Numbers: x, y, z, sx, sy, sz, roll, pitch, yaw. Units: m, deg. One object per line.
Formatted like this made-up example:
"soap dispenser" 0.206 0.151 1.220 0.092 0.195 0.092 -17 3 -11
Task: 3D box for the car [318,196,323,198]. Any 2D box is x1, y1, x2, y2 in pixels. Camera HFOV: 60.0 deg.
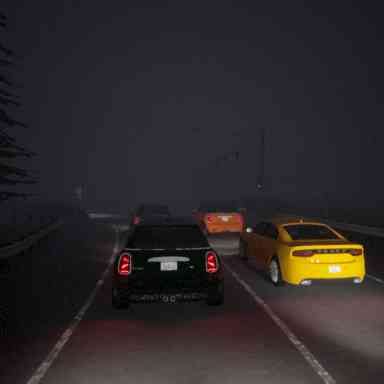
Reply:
"car" 27.321 1.524 68.797 4.674 1.442 1.812 0 0 -19

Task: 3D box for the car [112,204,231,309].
"car" -0.631 1.352 8.095 2.097 1.767 4.553 0 0 -6

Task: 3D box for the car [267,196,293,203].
"car" 18.350 1.525 69.396 4.902 1.511 2.128 0 0 -19

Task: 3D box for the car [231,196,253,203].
"car" 10.562 1.552 70.436 4.181 1.385 1.994 0 0 -19

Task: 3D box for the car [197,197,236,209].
"car" 3.305 1.492 45.663 4.902 1.511 2.128 0 0 -19

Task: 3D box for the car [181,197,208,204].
"car" 0.514 1.601 63.404 4.718 1.301 1.895 0 0 -19

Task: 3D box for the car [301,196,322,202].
"car" 27.459 1.552 76.347 4.181 1.385 1.994 0 0 -21

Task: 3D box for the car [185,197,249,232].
"car" 1.203 1.352 18.342 2.097 1.767 4.553 0 0 -12

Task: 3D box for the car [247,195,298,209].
"car" 8.792 1.351 36.441 4.553 1.767 2.097 0 0 -19

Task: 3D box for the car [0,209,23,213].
"car" -18.446 1.551 34.538 5.357 1.411 2.033 0 0 -19

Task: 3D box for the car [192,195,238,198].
"car" 2.838 1.507 41.805 4.892 1.490 1.837 -1 0 -19

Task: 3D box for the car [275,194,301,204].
"car" 19.078 1.352 65.965 4.553 1.767 2.097 0 0 -18

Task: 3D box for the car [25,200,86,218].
"car" -11.848 1.533 29.393 4.674 1.442 1.812 0 0 -19

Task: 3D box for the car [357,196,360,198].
"car" 36.690 1.525 73.008 4.902 1.511 2.128 0 0 -25

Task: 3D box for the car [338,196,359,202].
"car" 36.149 1.595 76.718 4.718 1.301 1.895 0 0 -29

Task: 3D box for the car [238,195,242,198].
"car" 10.786 1.352 63.195 4.553 1.767 2.097 0 0 -19

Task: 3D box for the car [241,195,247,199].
"car" 8.781 1.351 40.136 4.553 1.767 2.097 0 0 -19

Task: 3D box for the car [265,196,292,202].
"car" 19.059 1.540 73.337 5.357 1.411 2.033 0 0 -19

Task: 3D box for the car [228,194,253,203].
"car" 9.730 1.352 66.501 4.553 1.767 2.097 0 0 -18

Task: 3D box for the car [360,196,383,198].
"car" 38.651 1.540 70.075 5.357 1.411 2.033 0 0 -29

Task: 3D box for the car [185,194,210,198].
"car" 1.336 1.505 59.992 4.892 1.490 1.837 0 0 -19

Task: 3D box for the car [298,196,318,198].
"car" 20.954 1.564 62.950 4.181 1.385 1.994 0 0 -19

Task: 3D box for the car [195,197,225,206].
"car" 3.075 1.601 56.889 4.718 1.301 1.895 0 0 -19

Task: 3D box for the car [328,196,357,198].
"car" 29.284 1.525 65.787 4.902 1.511 2.128 0 0 -19

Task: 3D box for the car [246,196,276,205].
"car" 12.503 1.491 60.096 4.902 1.511 2.128 0 0 -19

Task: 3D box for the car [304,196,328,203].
"car" 27.009 1.524 72.402 4.674 1.442 1.812 0 0 -19

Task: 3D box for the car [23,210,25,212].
"car" -13.244 1.554 32.616 5.357 1.411 2.033 0 0 -19

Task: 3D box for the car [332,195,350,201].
"car" 36.278 1.552 80.888 4.181 1.385 1.994 0 0 -29

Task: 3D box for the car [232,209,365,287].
"car" 2.730 1.478 9.456 1.882 1.535 5.008 0 0 -6

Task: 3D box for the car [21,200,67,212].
"car" -17.127 1.605 38.687 4.718 1.301 1.895 0 0 -19
